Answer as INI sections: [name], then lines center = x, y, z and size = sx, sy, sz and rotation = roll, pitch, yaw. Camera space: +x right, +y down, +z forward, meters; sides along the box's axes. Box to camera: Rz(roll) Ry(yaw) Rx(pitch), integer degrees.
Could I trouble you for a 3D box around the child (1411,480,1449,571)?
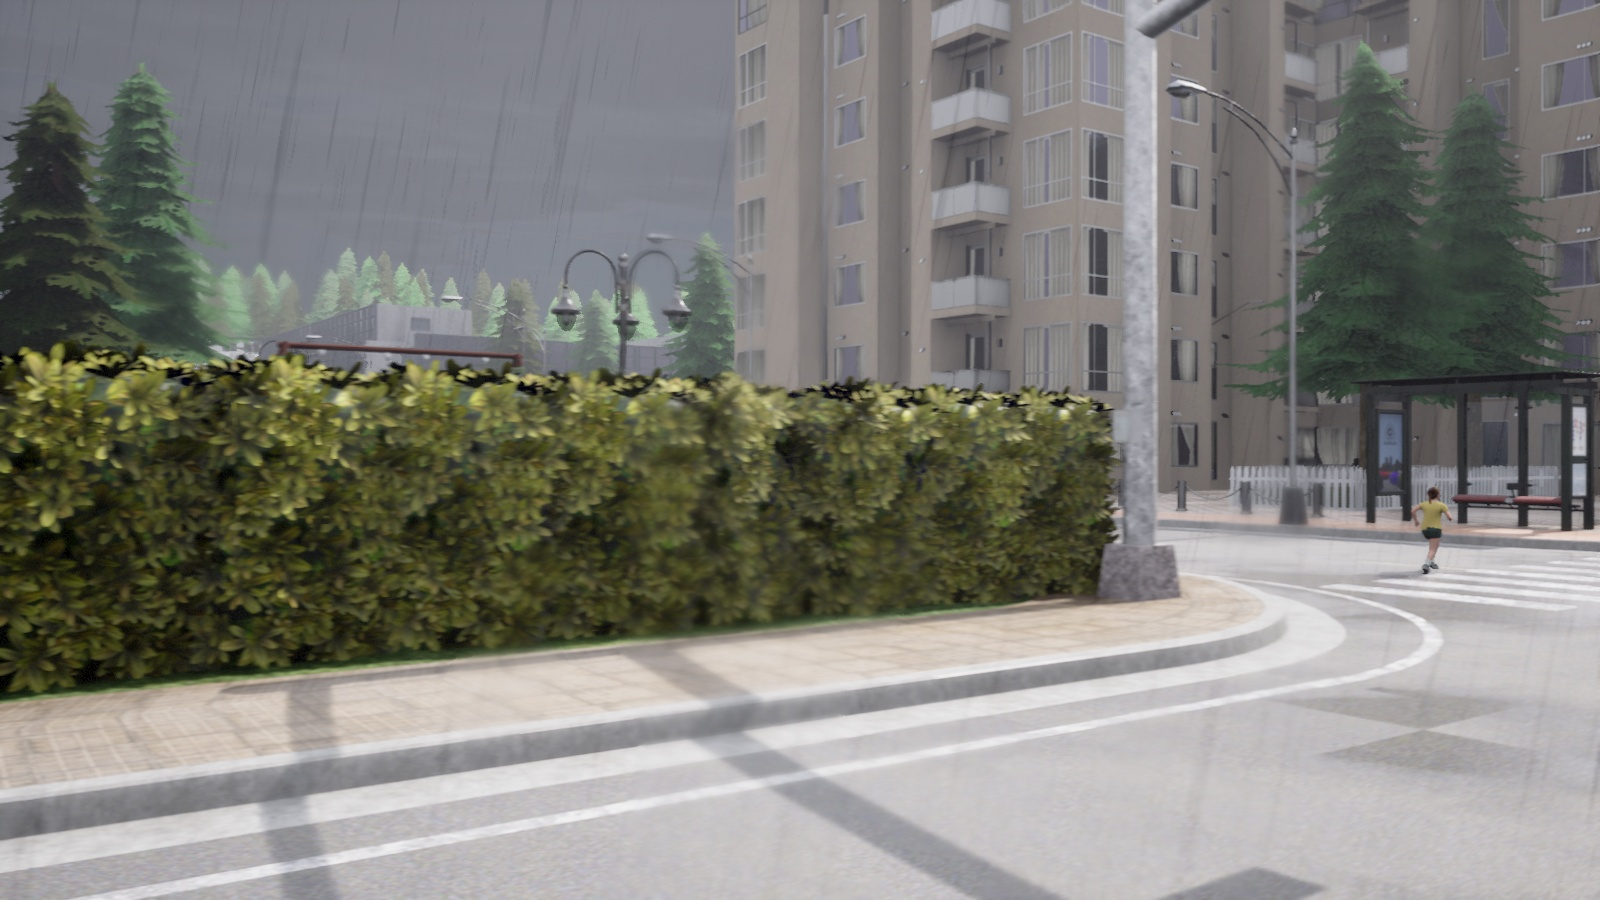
[child]
center = 7.804, 0.926, 15.550
size = 0.394, 1.110, 0.255
rotation = 0, 0, -32
